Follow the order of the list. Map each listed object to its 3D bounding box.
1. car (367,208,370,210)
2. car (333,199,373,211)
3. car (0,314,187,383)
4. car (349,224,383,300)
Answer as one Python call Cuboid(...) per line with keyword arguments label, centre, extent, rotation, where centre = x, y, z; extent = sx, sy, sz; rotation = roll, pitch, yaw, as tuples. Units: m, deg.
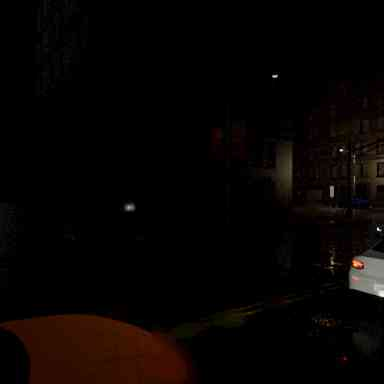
Cuboid(label="car", centre=(9.894, 1.531, 14.480), extent=(4.674, 1.442, 1.812), rotation=(0, 0, -33))
Cuboid(label="car", centre=(19.948, 1.537, 41.395), extent=(1.812, 1.442, 4.674), rotation=(1, 0, -36))
Cuboid(label="car", centre=(-2.294, 1.477, 1.806), extent=(5.008, 1.535, 1.882), rotation=(0, 0, -35))
Cuboid(label="car", centre=(5.208, 1.528, 7.151), extent=(4.674, 1.442, 1.812), rotation=(0, 0, -35))
